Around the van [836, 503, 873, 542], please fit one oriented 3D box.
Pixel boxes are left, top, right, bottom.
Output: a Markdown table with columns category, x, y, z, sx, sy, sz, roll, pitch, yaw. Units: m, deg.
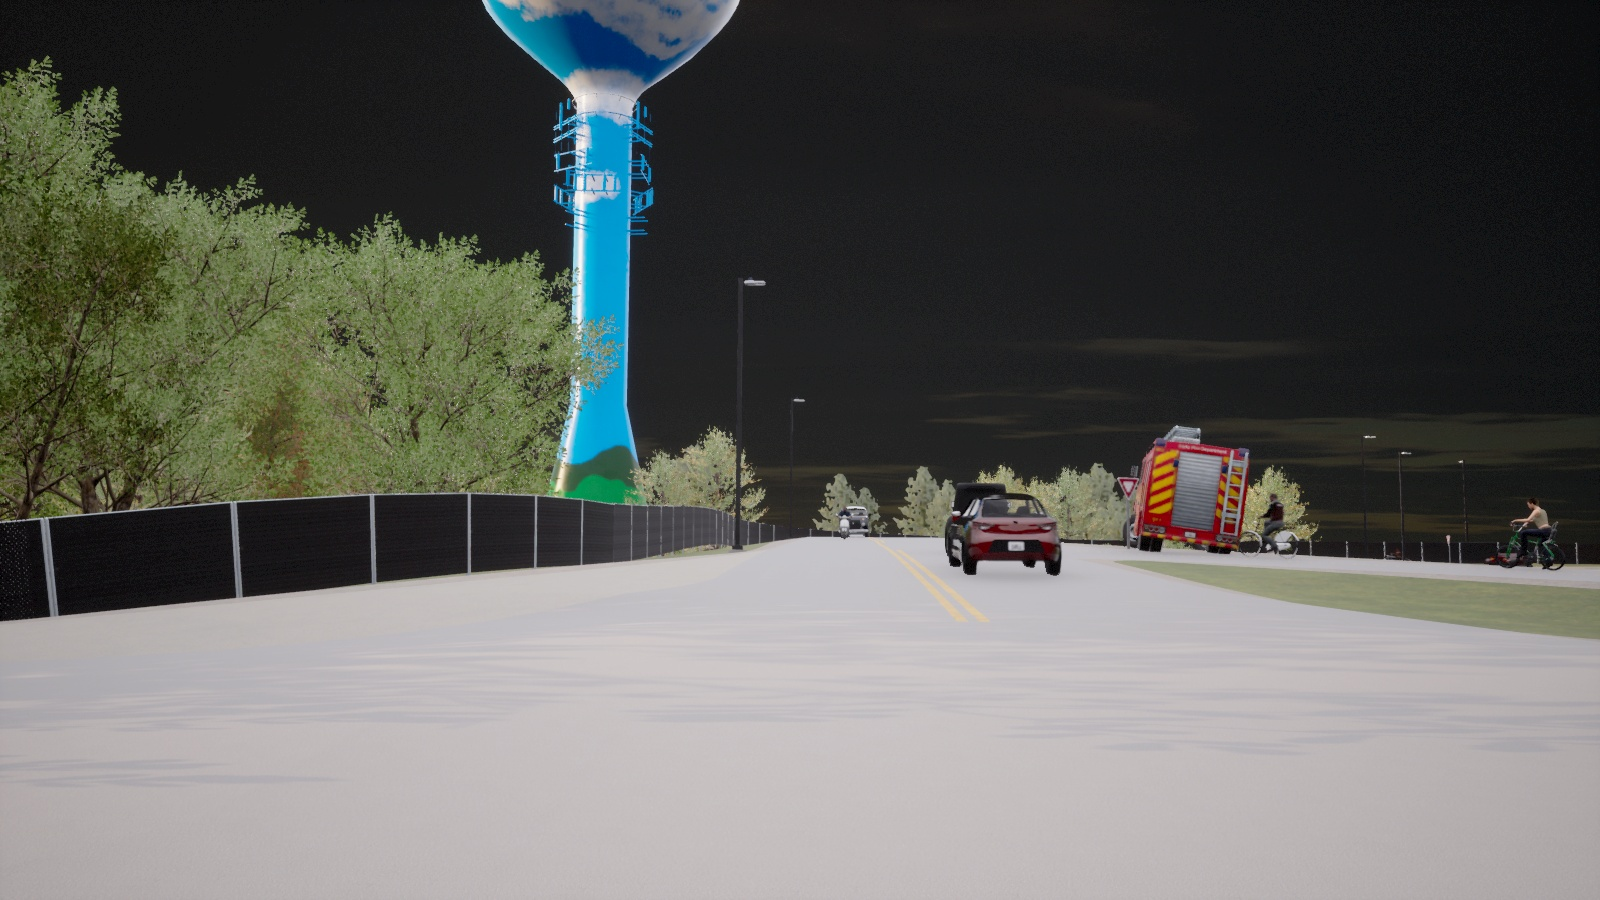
| category | x | y | z | sx | sy | sz | roll | pitch | yaw |
| --- | --- | --- | --- | --- | --- | --- | --- | --- | --- |
| van | 3.317 | 4.398 | 75.508 | 2.069 | 2.038 | 4.480 | -1 | -6 | 4 |

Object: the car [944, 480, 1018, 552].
| category | x | y | z | sx | sy | sz | roll | pitch | yaw |
| --- | --- | --- | --- | --- | --- | --- | --- | --- | --- |
| car | 5.028 | 1.844 | 34.974 | 1.905 | 1.878 | 3.866 | 0 | -3 | 8 |

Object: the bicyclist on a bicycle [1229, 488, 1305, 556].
| category | x | y | z | sx | sy | sz | roll | pitch | yaw |
| --- | --- | --- | --- | --- | --- | --- | --- | --- | --- |
| bicyclist on a bicycle | 12.550 | 1.940 | 33.787 | 0.659 | 1.776 | 1.843 | 3 | -4 | -35 |

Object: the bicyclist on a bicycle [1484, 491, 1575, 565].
| category | x | y | z | sx | sy | sz | roll | pitch | yaw |
| --- | --- | --- | --- | --- | --- | --- | --- | --- | --- |
| bicyclist on a bicycle | 16.300 | 1.737 | 28.082 | 0.866 | 1.612 | 1.509 | 3 | -4 | -35 |

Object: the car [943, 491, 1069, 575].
| category | x | y | z | sx | sy | sz | roll | pitch | yaw |
| --- | --- | --- | --- | --- | --- | --- | --- | --- | --- |
| car | 3.856 | 1.545 | 24.164 | 1.816 | 1.474 | 4.193 | 0 | -2 | 1 |

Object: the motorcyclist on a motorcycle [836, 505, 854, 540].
| category | x | y | z | sx | sy | sz | roll | pitch | yaw |
| --- | --- | --- | --- | --- | --- | --- | --- | --- | --- |
| motorcyclist on a motorcycle | 2.133 | 3.433 | 59.480 | 0.866 | 1.590 | 1.817 | 0 | -3 | 3 |

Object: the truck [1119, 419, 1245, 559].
| category | x | y | z | sx | sy | sz | roll | pitch | yaw |
| --- | --- | --- | --- | --- | --- | --- | --- | --- | --- |
| truck | 12.451 | 1.398 | 41.646 | 2.891 | 3.827 | 8.468 | 7 | -2 | 13 |
